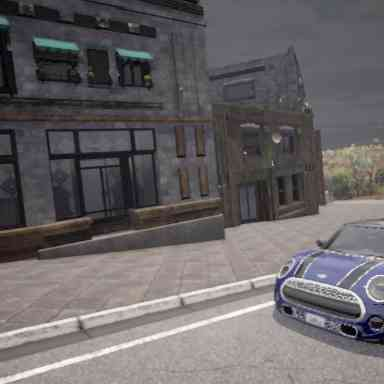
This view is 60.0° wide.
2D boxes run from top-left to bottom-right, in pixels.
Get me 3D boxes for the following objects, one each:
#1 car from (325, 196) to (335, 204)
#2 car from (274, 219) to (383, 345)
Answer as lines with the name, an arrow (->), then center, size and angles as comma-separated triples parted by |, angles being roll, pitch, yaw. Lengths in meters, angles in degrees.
car -> 30.456, 1.765, 75.960 | 2.097, 1.767, 4.553 | -6, -1, -10
car -> 3.654, 1.353, 6.449 | 4.553, 1.767, 2.097 | 0, 0, -38
